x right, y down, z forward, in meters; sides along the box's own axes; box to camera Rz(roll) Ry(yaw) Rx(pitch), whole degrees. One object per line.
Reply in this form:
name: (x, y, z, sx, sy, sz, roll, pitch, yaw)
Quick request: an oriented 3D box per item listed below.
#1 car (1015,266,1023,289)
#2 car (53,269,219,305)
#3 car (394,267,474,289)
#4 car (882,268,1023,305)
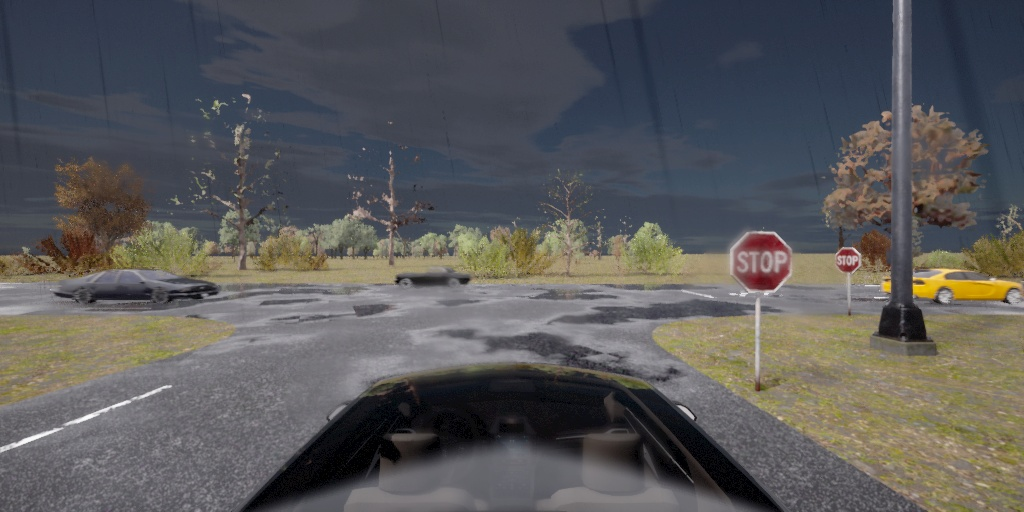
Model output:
car: (36.738, 1.444, 23.555, 4.892, 1.490, 1.837, 0, 0, -2)
car: (-15.640, 1.245, 15.076, 5.357, 1.411, 2.033, 0, 0, -1)
car: (-4.829, 1.339, 22.389, 4.718, 1.301, 1.895, 0, 0, -1)
car: (19.599, 1.309, 16.036, 5.008, 1.535, 1.882, 0, 0, -2)
